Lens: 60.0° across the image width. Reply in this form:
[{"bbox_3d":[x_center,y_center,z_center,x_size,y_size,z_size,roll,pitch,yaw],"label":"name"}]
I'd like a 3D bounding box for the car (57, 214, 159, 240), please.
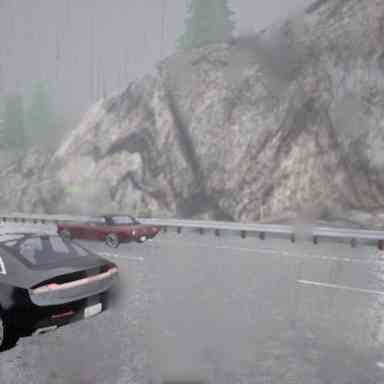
[{"bbox_3d":[-3.876,1.637,14.763,4.718,1.301,1.895,0,0,32],"label":"car"}]

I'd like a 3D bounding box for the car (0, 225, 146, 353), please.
[{"bbox_3d":[-3.458,1.516,6.175,4.902,1.511,2.128,0,0,34],"label":"car"}]
